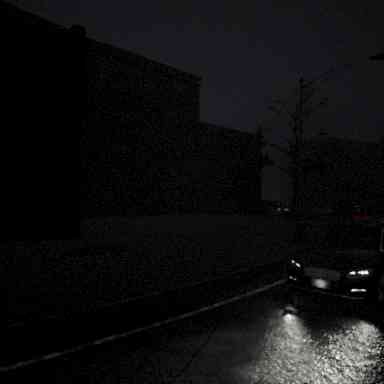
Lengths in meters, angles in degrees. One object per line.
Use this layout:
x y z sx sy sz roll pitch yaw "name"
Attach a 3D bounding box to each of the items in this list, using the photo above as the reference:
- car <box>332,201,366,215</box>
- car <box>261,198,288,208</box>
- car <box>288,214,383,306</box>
17.913 1.745 38.113 2.128 1.511 4.902 1 0 -3 "car"
12.115 1.683 49.923 2.033 1.411 5.357 2 0 -20 "car"
4.130 1.562 8.439 2.128 1.511 4.902 0 0 41 "car"
